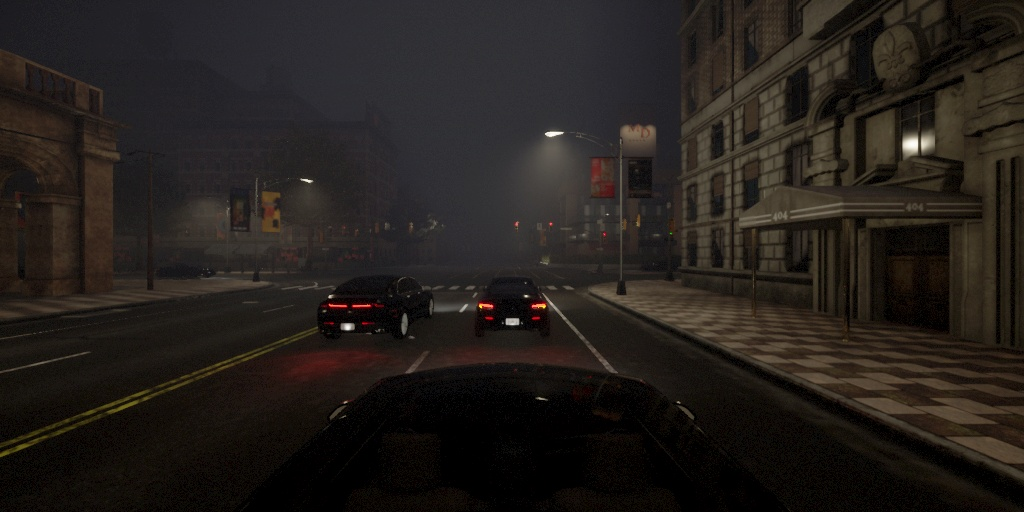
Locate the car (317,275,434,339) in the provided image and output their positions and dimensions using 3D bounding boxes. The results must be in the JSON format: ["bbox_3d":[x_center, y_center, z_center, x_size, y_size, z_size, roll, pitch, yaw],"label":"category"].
[{"bbox_3d":[-3.494,1.254,10.036,1.837,1.490,4.892,0,0,0],"label":"car"}]

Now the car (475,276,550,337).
[{"bbox_3d":[0.007,1.275,10.156,1.812,1.442,4.674,0,0,0],"label":"car"}]

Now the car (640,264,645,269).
[{"bbox_3d":[19.999,1.293,47.848,5.357,1.411,2.033,0,0,0],"label":"car"}]

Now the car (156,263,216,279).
[{"bbox_3d":[-29.427,1.311,32.462,4.181,1.385,1.994,0,0,0],"label":"car"}]

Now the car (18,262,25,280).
[{"bbox_3d":[-44.967,1.272,32.409,4.674,1.442,1.812,0,0,0],"label":"car"}]

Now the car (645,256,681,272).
[{"bbox_3d":[19.991,0.967,44.331,5.566,2.045,2.150,0,0,1],"label":"car"}]
